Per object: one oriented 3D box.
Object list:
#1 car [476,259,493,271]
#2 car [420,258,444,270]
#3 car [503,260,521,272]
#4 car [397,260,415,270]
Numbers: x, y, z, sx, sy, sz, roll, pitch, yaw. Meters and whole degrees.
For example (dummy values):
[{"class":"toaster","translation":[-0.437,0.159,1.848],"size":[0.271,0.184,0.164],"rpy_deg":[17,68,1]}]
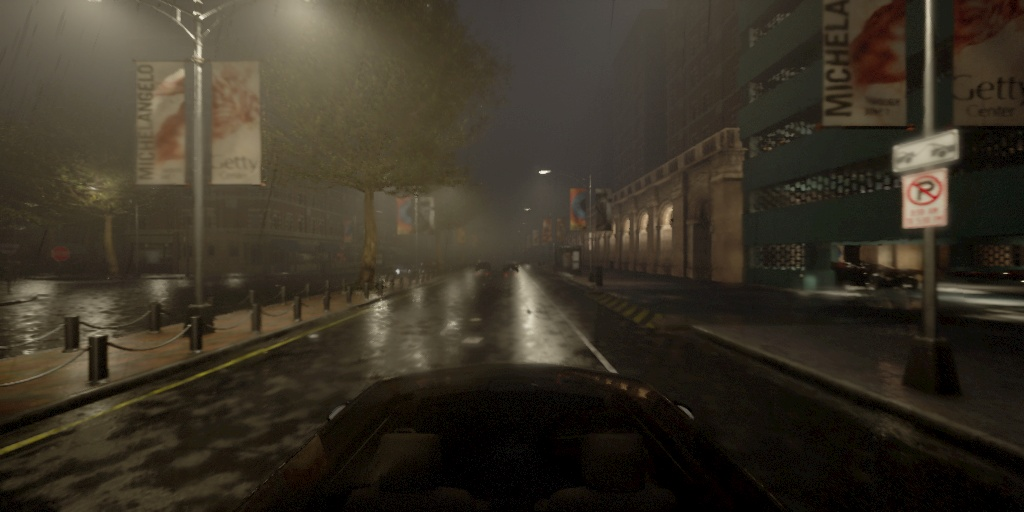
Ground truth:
[{"class":"car","translation":[-3.668,1.193,47.392],"size":[2.128,1.511,4.902],"rpy_deg":[0,0,0]},{"class":"car","translation":[-11.865,1.078,52.342],"size":[2.097,1.767,4.553],"rpy_deg":[0,0,0]},{"class":"car","translation":[-0.159,1.292,45.725],"size":[1.895,1.301,4.718],"rpy_deg":[0,0,0]},{"class":"car","translation":[-15.363,1.302,52.607],"size":[1.994,1.385,4.181],"rpy_deg":[0,0,0]}]
